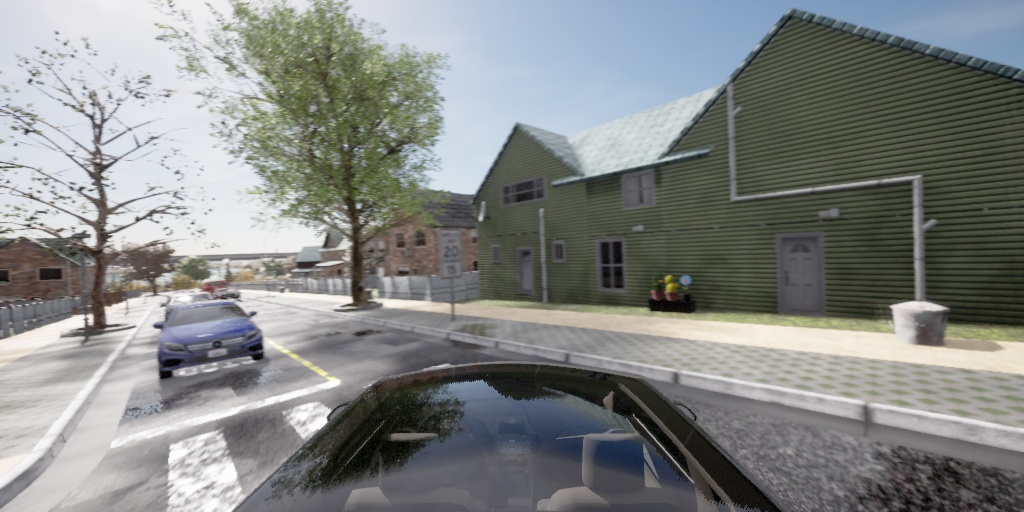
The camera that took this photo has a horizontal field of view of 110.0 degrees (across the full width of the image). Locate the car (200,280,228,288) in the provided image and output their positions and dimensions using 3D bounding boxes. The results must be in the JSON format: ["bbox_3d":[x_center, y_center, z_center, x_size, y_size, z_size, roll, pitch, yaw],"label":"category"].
[{"bbox_3d":[-33.323,3.798,40.242,2.150,2.045,5.566,-3,-1,-44],"label":"car"}]

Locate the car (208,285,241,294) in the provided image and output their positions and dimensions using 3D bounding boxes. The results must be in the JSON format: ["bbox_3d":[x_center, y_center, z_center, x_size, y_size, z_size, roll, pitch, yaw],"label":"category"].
[{"bbox_3d":[-26.240,3.577,32.867,1.895,1.301,4.718,-3,-1,-43],"label":"car"}]

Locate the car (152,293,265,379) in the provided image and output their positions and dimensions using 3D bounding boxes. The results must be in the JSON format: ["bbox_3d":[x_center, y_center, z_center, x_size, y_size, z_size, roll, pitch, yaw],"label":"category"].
[{"bbox_3d":[-7.844,1.920,9.270,1.812,1.442,4.674,-3,-1,-44],"label":"car"}]

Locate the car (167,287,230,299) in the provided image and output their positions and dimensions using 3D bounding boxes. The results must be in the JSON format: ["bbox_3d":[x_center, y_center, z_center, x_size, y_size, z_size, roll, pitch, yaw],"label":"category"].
[{"bbox_3d":[-15.061,2.482,16.876,2.128,1.511,4.902,-3,-1,-44],"label":"car"}]
